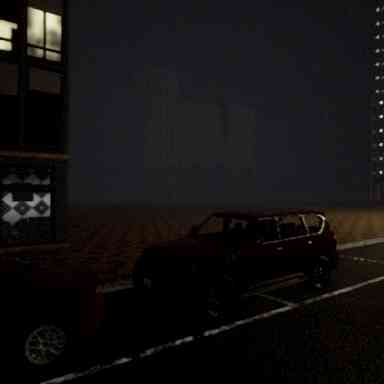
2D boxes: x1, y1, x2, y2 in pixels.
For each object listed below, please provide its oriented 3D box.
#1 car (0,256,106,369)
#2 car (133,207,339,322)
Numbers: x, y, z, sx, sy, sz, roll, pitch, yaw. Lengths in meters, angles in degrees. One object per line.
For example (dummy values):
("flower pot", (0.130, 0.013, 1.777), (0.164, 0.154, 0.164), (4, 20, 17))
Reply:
("car", (-3.381, 1.546, 4.141), (4.507, 1.381, 1.887), (0, 0, -35))
("car", (1.249, 1.307, 7.440), (5.009, 1.841, 2.192), (0, 1, -35))
